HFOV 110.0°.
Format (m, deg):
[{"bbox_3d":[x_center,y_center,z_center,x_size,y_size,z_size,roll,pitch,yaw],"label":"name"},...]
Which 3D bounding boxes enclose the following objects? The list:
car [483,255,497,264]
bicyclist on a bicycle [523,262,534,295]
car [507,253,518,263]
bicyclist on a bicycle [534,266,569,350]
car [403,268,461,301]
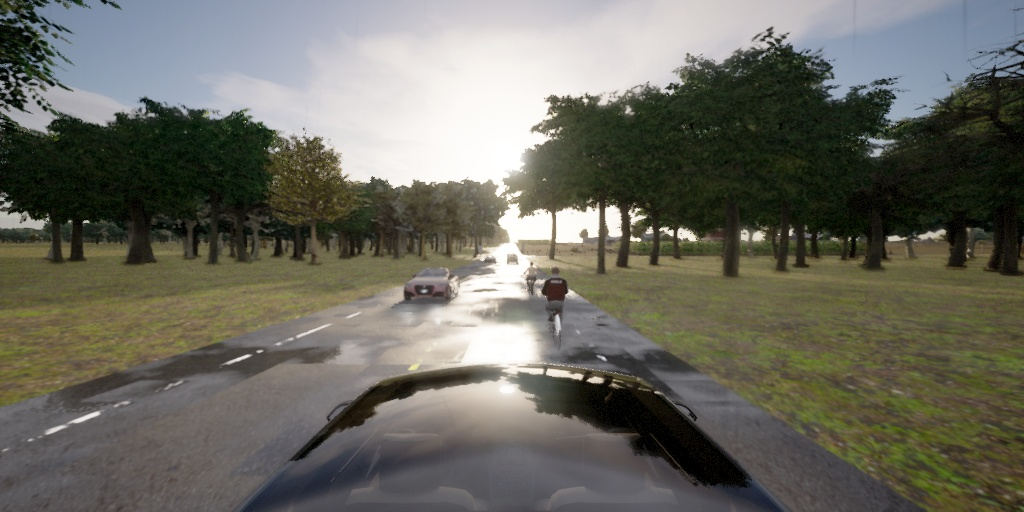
[{"bbox_3d":[-3.595,0.548,59.406,1.994,1.385,4.181,0,1,0],"label":"car"},{"bbox_3d":[0.977,1.096,18.067,0.866,1.612,1.509,0,1,0],"label":"bicyclist on a bicycle"},{"bbox_3d":[0.074,0.441,60.972,2.128,1.511,4.902,0,1,0],"label":"car"},{"bbox_3d":[0.961,1.106,8.147,0.659,1.776,1.843,0,1,0],"label":"bicyclist on a bicycle"},{"bbox_3d":[-3.605,1.237,16.742,1.994,1.385,4.181,0,1,0],"label":"car"}]
